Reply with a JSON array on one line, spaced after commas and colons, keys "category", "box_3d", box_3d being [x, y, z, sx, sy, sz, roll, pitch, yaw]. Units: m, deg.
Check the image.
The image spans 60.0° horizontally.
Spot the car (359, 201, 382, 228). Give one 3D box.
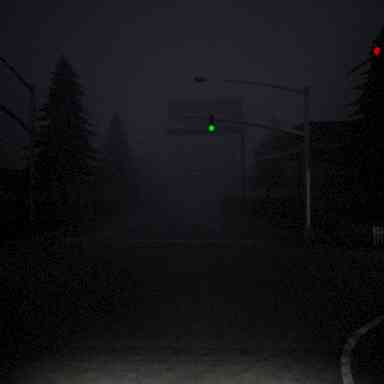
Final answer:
[{"category": "car", "box_3d": [14.371, 1.785, 23.380, 3.866, 1.878, 1.905, 0, -1, 0]}]

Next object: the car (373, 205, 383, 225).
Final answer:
[{"category": "car", "box_3d": [18.699, 2.019, 29.047, 4.611, 1.667, 2.242, 0, -1, 0]}]

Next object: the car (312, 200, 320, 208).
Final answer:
[{"category": "car", "box_3d": [22.512, 2.296, 62.442, 1.970, 1.475, 3.806, 0, -1, 0]}]

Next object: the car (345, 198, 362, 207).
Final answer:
[{"category": "car", "box_3d": [34.918, 2.327, 70.231, 2.007, 1.523, 4.514, 0, -1, 0]}]
